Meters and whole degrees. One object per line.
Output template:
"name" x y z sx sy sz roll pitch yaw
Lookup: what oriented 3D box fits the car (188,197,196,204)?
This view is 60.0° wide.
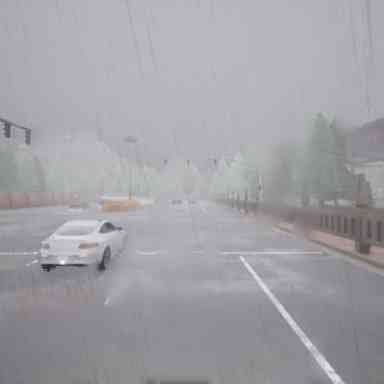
"car" 0.021 2.082 75.657 2.033 1.411 5.357 0 0 0

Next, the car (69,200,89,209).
"car" -17.548 1.941 51.812 1.994 1.385 4.181 0 0 0

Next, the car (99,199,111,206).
"car" -17.481 2.085 67.425 1.895 1.301 4.718 0 0 0

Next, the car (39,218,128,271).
"car" -3.407 1.607 11.097 1.812 1.442 4.674 0 0 0

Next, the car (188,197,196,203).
"car" 0.024 1.998 86.078 2.033 1.411 5.357 0 0 0

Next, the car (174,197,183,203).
"car" -3.476 2.011 86.079 1.994 1.385 4.181 0 0 0

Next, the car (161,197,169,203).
"car" -6.976 1.958 86.081 1.837 1.490 4.892 0 0 0

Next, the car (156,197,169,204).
"car" -6.979 1.900 76.047 2.097 1.767 4.553 0 0 0

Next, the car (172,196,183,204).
"car" -3.479 1.899 76.013 2.097 1.767 4.553 0 0 0
